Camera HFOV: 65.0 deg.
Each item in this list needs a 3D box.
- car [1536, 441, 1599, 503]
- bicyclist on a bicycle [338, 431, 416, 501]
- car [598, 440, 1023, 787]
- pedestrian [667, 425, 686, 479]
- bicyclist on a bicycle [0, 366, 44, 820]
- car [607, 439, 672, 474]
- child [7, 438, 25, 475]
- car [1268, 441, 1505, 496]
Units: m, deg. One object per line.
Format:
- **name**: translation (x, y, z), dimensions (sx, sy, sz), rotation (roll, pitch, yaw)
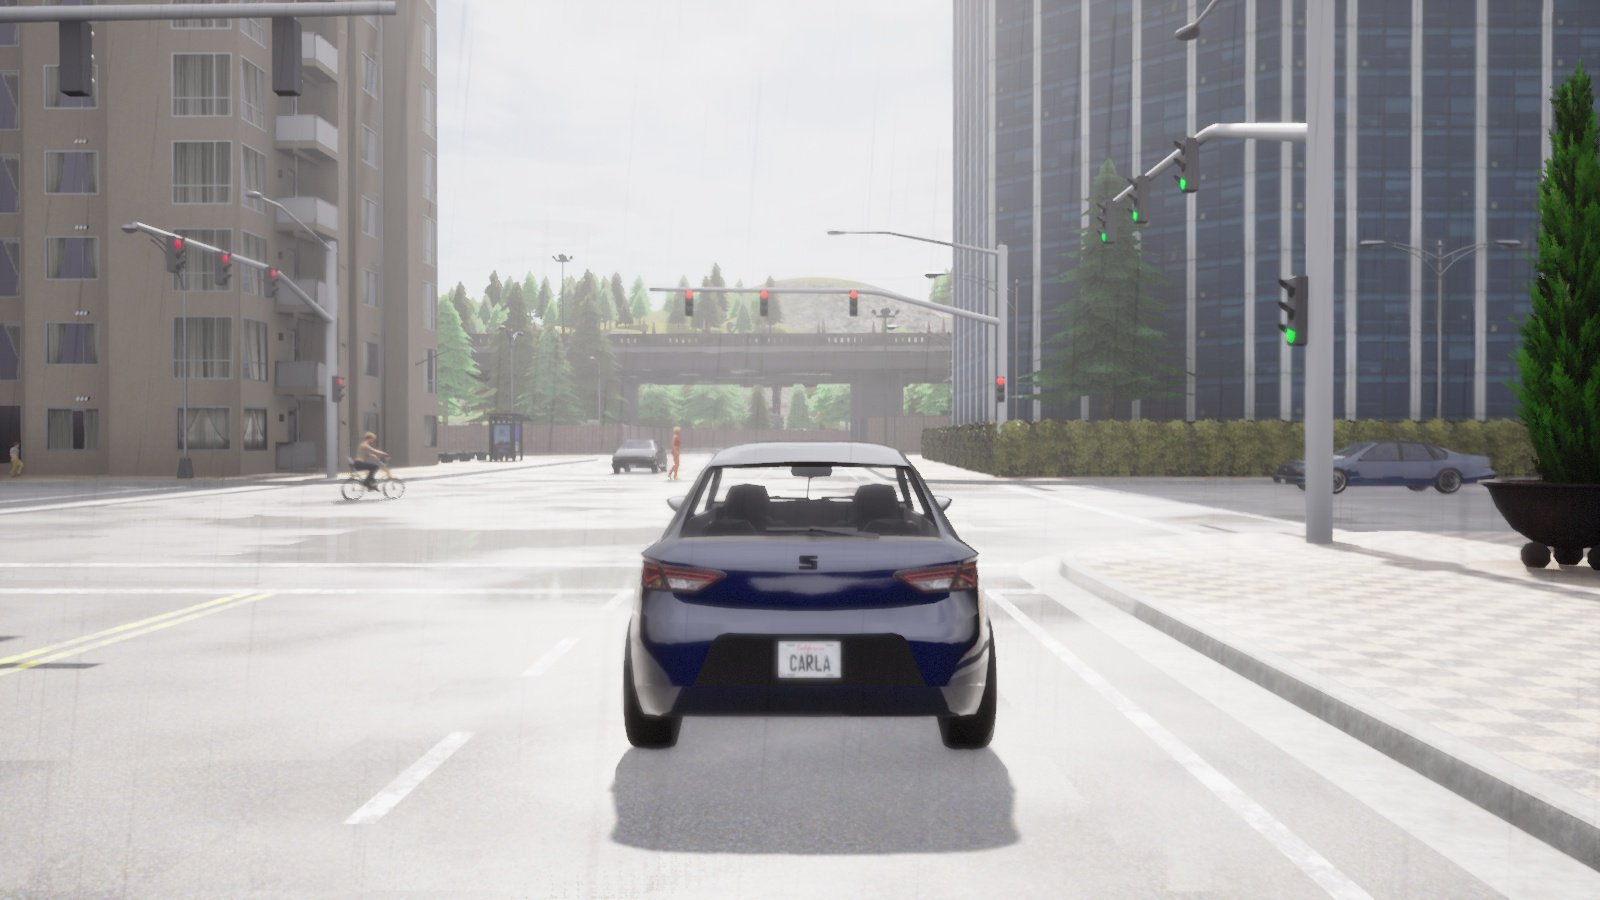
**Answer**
- **car**: translation (20.857, 0.502, 30.010), dimensions (5.357, 1.411, 2.033), rotation (0, 1, 0)
- **bicyclist on a bicycle**: translation (-9.937, 0.372, 29.505), dimensions (1.509, 1.612, 0.866), rotation (0, -1, -38)
- **car**: translation (0.056, 0.683, 7.460), dimensions (1.816, 1.474, 4.193), rotation (0, 1, 0)
- **pedestrian**: translation (-4.200, 0.074, 42.615), dimensions (0.594, 1.836, 0.345), rotation (0, 1, 6)
- **bicyclist on a bicycle**: translation (-3.461, 0.570, 4.264), dimensions (0.659, 1.776, 1.843), rotation (0, 1, 0)
- **car**: translation (-6.692, 0.246, 52.953), dimensions (2.033, 1.411, 5.357), rotation (0, 1, 0)
- **child**: translation (-26.619, 0.227, 42.618), dimensions (0.437, 1.263, 0.270), rotation (0, 1, 1)
- **car**: translation (15.539, 0.462, 33.487), dimensions (5.357, 1.411, 2.033), rotation (0, 1, 0)
